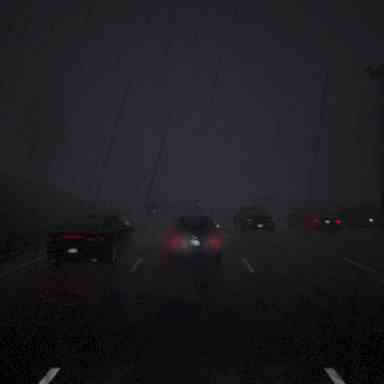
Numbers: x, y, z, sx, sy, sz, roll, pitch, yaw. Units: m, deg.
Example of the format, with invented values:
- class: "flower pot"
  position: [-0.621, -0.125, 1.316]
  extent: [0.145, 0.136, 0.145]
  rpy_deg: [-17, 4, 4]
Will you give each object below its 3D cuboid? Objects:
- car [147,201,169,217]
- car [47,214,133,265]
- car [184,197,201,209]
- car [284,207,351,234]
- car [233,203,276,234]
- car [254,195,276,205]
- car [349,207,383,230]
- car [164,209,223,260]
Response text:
- class: "car"
  position: [-3.410, 1.639, 33.320]
  extent: [1.837, 1.490, 4.892]
  rpy_deg: [0, 0, 0]
- class: "car"
  position: [-3.400, 1.525, 11.953]
  extent: [1.882, 1.535, 5.008]
  rpy_deg: [0, 0, 0]
- class: "car"
  position: [0.051, 1.518, 41.840]
  extent: [2.097, 1.767, 4.553]
  rpy_deg: [0, 0, 0]
- class: "car"
  position: [7.100, 1.627, 19.950]
  extent: [2.033, 1.411, 5.357]
  rpy_deg: [0, 0, 0]
- class: "car"
  position: [3.602, 1.605, 19.857]
  extent: [1.812, 1.442, 4.674]
  rpy_deg: [0, 0, 0]
- class: "car"
  position: [10.523, 1.413, 48.065]
  extent: [2.150, 2.045, 5.566]
  rpy_deg: [0, 0, 0]
- class: "car"
  position: [10.600, 1.651, 21.680]
  extent: [1.994, 1.385, 4.181]
  rpy_deg: [0, 0, 0]
- class: "car"
  position: [0.101, 1.598, 12.584]
  extent: [2.033, 1.411, 5.357]
  rpy_deg: [0, 0, 0]
